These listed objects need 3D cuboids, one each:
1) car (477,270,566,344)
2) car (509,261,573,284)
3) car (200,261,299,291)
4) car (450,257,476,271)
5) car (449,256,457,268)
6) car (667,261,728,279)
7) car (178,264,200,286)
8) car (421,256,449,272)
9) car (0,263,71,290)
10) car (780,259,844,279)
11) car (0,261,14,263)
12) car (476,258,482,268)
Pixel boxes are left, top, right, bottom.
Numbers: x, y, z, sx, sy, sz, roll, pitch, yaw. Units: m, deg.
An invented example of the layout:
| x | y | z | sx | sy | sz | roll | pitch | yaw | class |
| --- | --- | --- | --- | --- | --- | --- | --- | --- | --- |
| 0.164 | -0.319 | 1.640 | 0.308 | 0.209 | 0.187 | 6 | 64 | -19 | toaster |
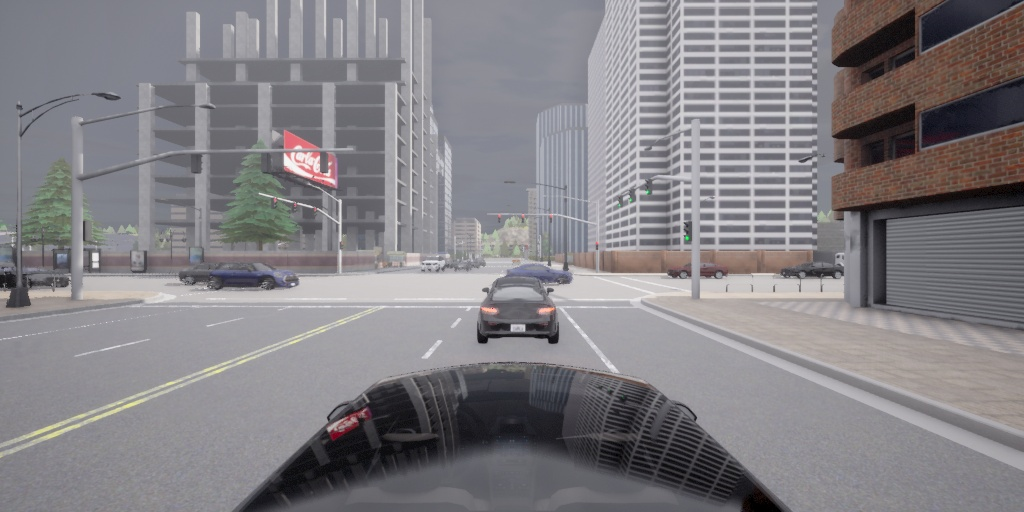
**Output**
| x | y | z | sx | sy | sz | roll | pitch | yaw | class |
| --- | --- | --- | --- | --- | --- | --- | --- | --- | --- |
| 0.157 | 1.276 | 9.484 | 1.812 | 1.442 | 4.674 | 0 | 0 | 1 | car |
| 1.855 | 1.275 | 24.800 | 4.674 | 1.442 | 1.812 | 0 | 0 | 0 | car |
| -15.320 | 1.101 | 21.412 | 4.553 | 1.767 | 2.097 | 0 | 0 | 0 | car |
| -6.565 | 1.241 | 48.554 | 2.128 | 1.511 | 4.902 | 0 | 0 | 1 | car |
| -9.970 | 1.102 | 55.669 | 2.097 | 1.767 | 4.553 | 0 | 0 | 1 | car |
| 16.460 | 1.227 | 31.905 | 5.008 | 1.535 | 1.882 | 0 | 0 | 0 | car |
| -20.316 | 1.254 | 25.032 | 4.892 | 1.490 | 1.837 | 0 | 0 | -1 | car |
| -10.084 | 0.971 | 46.199 | 2.150 | 2.045 | 5.566 | 0 | 0 | 1 | car |
| -29.327 | 1.314 | 21.501 | 4.181 | 1.385 | 1.994 | 0 | 0 | 0 | car |
| 26.653 | 1.227 | 31.829 | 5.008 | 1.535 | 1.882 | 0 | 0 | 0 | car |
| -35.982 | 1.101 | 25.046 | 4.553 | 1.767 | 2.097 | 0 | 0 | 0 | car |
| -6.444 | 1.314 | 58.524 | 1.994 | 1.385 | 4.181 | 0 | 0 | 0 | car |
